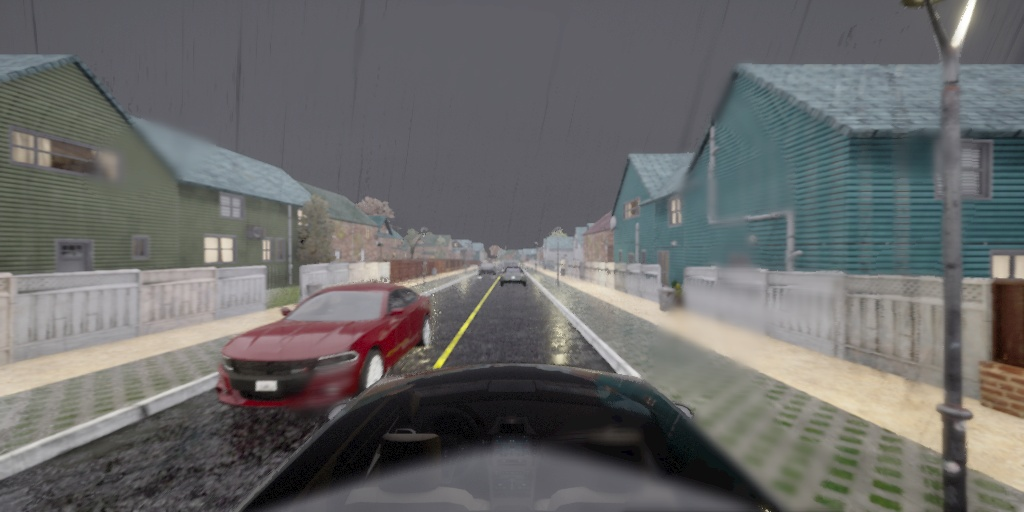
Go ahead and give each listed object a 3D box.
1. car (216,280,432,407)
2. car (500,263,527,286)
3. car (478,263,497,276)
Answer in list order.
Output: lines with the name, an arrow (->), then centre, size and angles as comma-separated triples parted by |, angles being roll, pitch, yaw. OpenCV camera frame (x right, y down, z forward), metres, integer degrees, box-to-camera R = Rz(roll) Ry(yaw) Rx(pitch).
car -> -2.849, 1.263, 6.660 | 1.882, 1.535, 5.008 | 0, -1, 0
car -> 0.104, 1.498, 27.346 | 1.994, 1.385, 4.181 | 0, 0, 1
car -> -2.832, 1.519, 42.127 | 1.882, 1.535, 5.008 | 0, 0, 0
